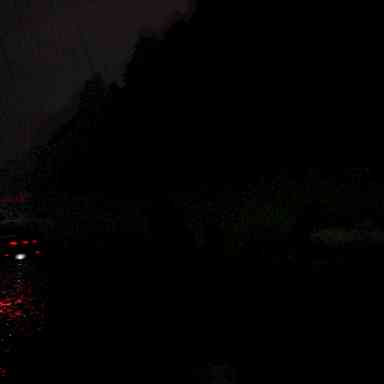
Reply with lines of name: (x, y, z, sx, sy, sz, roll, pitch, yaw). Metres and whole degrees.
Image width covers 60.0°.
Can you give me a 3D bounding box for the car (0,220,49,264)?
car: (-6.670, 1.808, 12.515, 1.837, 1.490, 4.892, -1, 0, -32)
